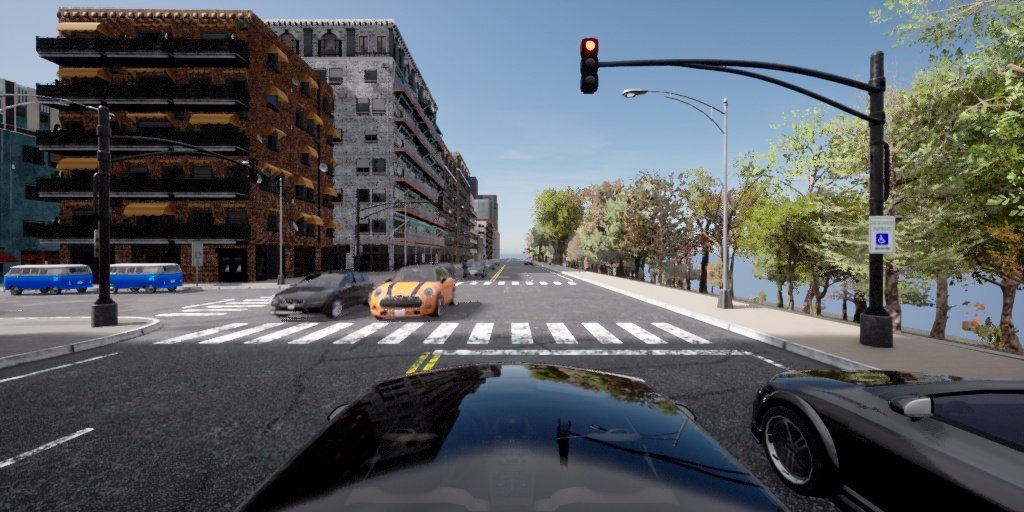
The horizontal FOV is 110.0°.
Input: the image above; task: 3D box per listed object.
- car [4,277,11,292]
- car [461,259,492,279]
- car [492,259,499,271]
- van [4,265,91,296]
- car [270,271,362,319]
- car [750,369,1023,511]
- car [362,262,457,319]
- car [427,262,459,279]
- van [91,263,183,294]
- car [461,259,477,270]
[{"bbox_3d":[-22.622,1.624,13.677,4.207,1.307,1.802,0,0,-1],"label":"car"},{"bbox_3d":[-3.322,1.244,33.135,2.128,1.511,4.902,0,0,0],"label":"car"},{"bbox_3d":[-3.302,1.252,49.299,2.128,1.511,4.902,0,0,0],"label":"car"},{"bbox_3d":[-28.302,1.425,21.953,3.998,1.789,1.690,0,0,-1],"label":"van"},{"bbox_3d":[-6.595,1.311,13.125,1.837,1.490,4.892,0,-1,0],"label":"car"},{"bbox_3d":[3.348,1.314,1.834,1.994,1.385,4.181,0,0,0],"label":"car"},{"bbox_3d":[-3.358,1.137,12.990,2.097,1.767,4.553,-1,0,0],"label":"car"},{"bbox_3d":[-6.570,1.300,34.630,2.033,1.411,5.357,0,0,0],"label":"car"},{"bbox_3d":[-22.701,1.351,22.024,3.998,1.789,1.690,0,0,-1],"label":"van"},{"bbox_3d":[-6.539,1.268,54.634,1.837,1.490,4.892,0,0,0],"label":"car"}]
